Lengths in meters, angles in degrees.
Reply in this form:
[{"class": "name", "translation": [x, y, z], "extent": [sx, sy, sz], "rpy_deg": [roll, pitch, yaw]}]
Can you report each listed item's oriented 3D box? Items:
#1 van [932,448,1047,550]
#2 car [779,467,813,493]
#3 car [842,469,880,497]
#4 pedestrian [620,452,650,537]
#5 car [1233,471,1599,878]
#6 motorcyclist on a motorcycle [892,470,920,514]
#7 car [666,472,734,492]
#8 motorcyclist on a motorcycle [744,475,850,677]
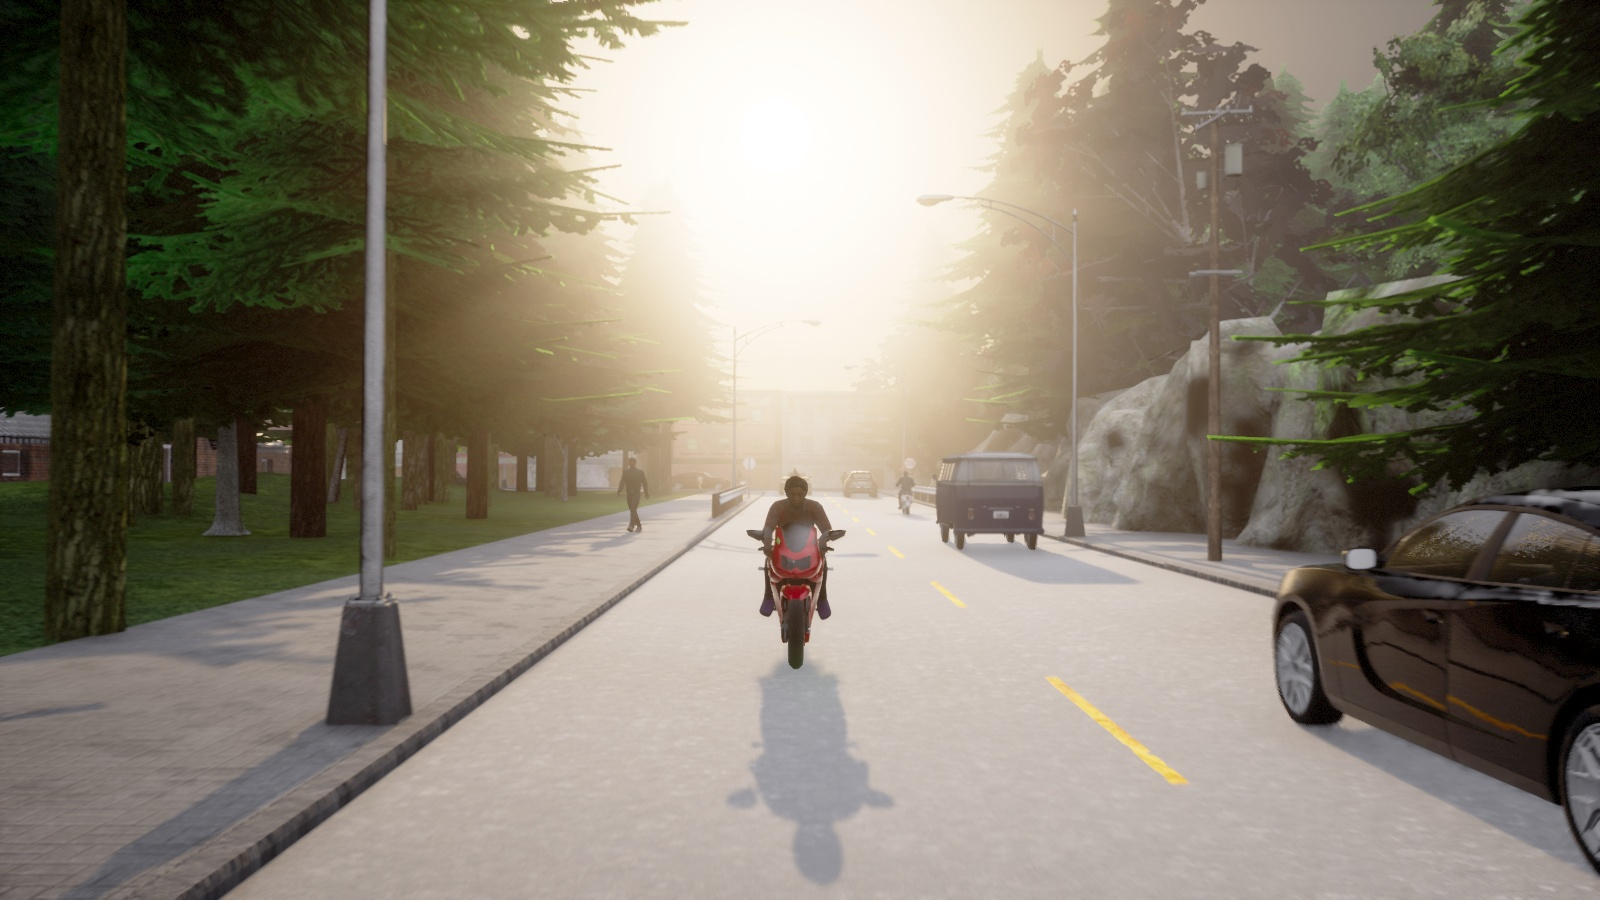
[{"class": "van", "translation": [3.936, 1.000, 26.757], "extent": [1.775, 1.987, 4.442], "rpy_deg": [0, -1, 0]}, {"class": "car", "translation": [-0.307, 1.992, 83.501], "extent": [2.152, 1.651, 5.027], "rpy_deg": [0, -1, -1]}, {"class": "car", "translation": [3.677, 2.016, 76.835], "extent": [2.033, 1.649, 4.856], "rpy_deg": [0, -1, 0]}, {"class": "pedestrian", "translation": [-3.848, 1.029, 29.242], "extent": [0.423, 1.949, 0.788], "rpy_deg": [0, -1, 14]}, {"class": "car", "translation": [3.985, 0.882, 6.295], "extent": [1.882, 1.535, 5.008], "rpy_deg": [0, -1, 0]}, {"class": "motorcyclist on a motorcycle", "translation": [3.879, 1.525, 46.131], "extent": [0.866, 1.590, 1.817], "rpy_deg": [0, -1, 0]}, {"class": "car", "translation": [-7.656, 2.433, 96.148], "extent": [5.008, 1.535, 1.882], "rpy_deg": [0, -1, 3]}, {"class": "motorcyclist on a motorcycle", "translation": [-0.025, 0.973, 10.538], "extent": [0.797, 1.523, 2.044], "rpy_deg": [0, -1, 0]}]
